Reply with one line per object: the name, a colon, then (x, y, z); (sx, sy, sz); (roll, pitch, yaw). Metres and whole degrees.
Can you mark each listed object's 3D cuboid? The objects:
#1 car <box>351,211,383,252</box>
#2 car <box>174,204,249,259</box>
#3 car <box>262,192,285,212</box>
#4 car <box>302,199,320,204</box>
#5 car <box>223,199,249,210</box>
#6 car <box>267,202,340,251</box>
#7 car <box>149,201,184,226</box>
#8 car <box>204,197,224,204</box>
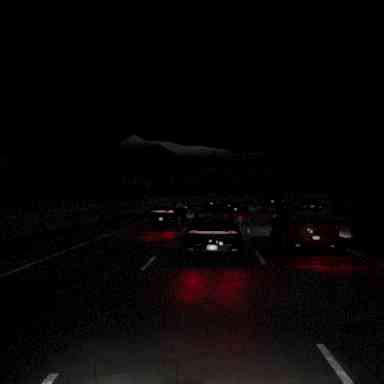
car: (7.941, 1.450, 13.152); (1.812, 1.442, 4.674); (0, 0, 6)
car: (0.825, 1.411, 12.281); (2.128, 1.511, 4.902); (0, 0, 5)
car: (8.451, 1.005, 34.626); (2.150, 2.045, 5.566); (0, 0, 15)
car: (11.288, 1.354, 31.742); (2.033, 1.411, 5.357); (0, 0, 14)
car: (4.838, 1.379, 34.619); (1.895, 1.301, 4.718); (0, 0, 15)
car: (4.491, 1.392, 13.805); (1.882, 1.535, 5.008); (0, 0, 6)
car: (-1.436, 1.346, 21.832); (2.128, 1.511, 4.902); (0, 1, 9)
car: (2.842, 1.302, 40.219); (1.994, 1.385, 4.181); (0, 0, 17)
